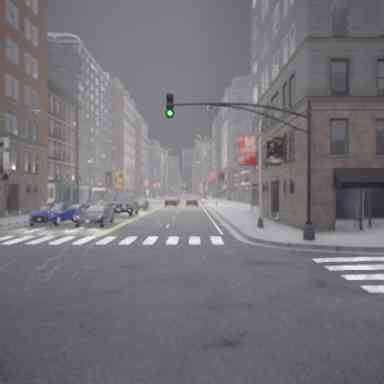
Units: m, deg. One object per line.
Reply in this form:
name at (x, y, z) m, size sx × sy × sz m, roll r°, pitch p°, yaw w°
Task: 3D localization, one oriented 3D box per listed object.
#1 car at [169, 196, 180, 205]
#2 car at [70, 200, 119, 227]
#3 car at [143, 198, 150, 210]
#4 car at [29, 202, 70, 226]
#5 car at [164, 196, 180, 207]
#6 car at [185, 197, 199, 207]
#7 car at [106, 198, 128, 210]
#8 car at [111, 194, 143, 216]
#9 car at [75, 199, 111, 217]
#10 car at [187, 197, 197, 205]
car at (-3.247, 1.569, 62.882) m, size 1.882 × 1.535 × 5.008 m, roll 0°, pitch 0°, yaw 0°
car at (-6.591, 1.549, 23.021) m, size 1.812 × 1.442 × 4.674 m, roll 0°, pitch 0°, yaw -2°
car at (-6.590, 1.545, 42.883) m, size 2.128 × 1.511 × 4.902 m, roll 0°, pitch 0°, yaw 0°
car at (-9.833, 1.502, 23.913) m, size 1.882 × 1.535 × 5.008 m, roll 0°, pitch 0°, yaw 0°
car at (-3.248, 1.548, 52.466) m, size 1.882 × 1.535 × 5.008 m, roll 0°, pitch 0°, yaw 0°
car at (0.002, 1.548, 52.432) m, size 1.882 × 1.535 × 5.008 m, roll 0°, pitch 0°, yaw 0°
car at (-9.838, 1.560, 43.846) m, size 1.837 × 1.490 × 4.892 m, roll 0°, pitch 0°, yaw 0°
car at (-6.588, 1.258, 32.724) m, size 2.150 × 2.045 × 5.566 m, roll 0°, pitch 0°, yaw 0°
car at (-9.836, 1.530, 33.416) m, size 2.128 × 1.511 × 4.902 m, roll 0°, pitch 0°, yaw 0°
car at (0.003, 1.656, 62.882) m, size 1.994 × 1.385 × 4.181 m, roll 0°, pitch 0°, yaw 0°
